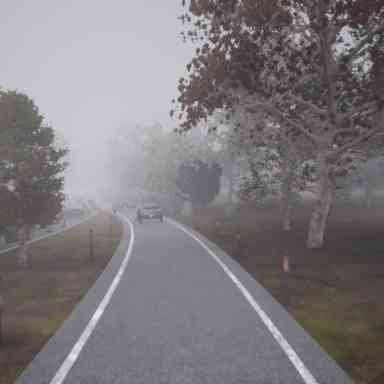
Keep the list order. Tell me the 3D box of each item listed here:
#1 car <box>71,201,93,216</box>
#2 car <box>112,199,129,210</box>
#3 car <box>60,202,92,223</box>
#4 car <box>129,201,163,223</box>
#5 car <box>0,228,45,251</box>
[{"bbox_3d":[-12.573,1.840,38.324,2.002,1.452,4.674,1,0,-14],"label":"car"},{"bbox_3d":[-8.963,1.546,42.134,1.895,1.301,4.718,-1,1,-23],"label":"car"},{"bbox_3d":[-11.197,1.768,32.336,2.097,1.535,5.008,-1,0,-8],"label":"car"},{"bbox_3d":[-3.433,1.481,25.744,2.128,1.511,4.902,-1,0,-14],"label":"car"},{"bbox_3d":[-9.093,1.757,15.705,2.097,1.535,5.008,0,-1,-4],"label":"car"}]
